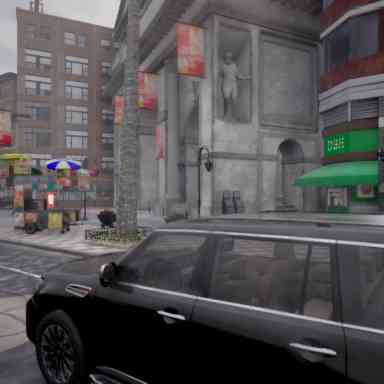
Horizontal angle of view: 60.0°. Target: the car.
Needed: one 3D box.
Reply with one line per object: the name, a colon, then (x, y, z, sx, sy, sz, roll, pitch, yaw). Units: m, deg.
car: (0.524, 1.222, 3.518, 5.566, 2.045, 2.150, 0, 0, 36)
